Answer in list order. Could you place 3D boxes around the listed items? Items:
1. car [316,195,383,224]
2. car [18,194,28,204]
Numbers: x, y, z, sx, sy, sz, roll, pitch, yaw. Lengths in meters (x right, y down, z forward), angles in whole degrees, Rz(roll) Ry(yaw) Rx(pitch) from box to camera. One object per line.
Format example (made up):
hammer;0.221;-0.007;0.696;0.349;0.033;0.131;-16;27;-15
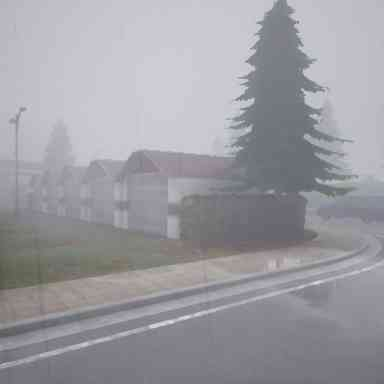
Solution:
car;12.418;1.270;25.590;2.150;2.045;5.566;0;0;-36
car;-31.503;1.327;61.894;1.905;1.878;3.866;0;0;-36
